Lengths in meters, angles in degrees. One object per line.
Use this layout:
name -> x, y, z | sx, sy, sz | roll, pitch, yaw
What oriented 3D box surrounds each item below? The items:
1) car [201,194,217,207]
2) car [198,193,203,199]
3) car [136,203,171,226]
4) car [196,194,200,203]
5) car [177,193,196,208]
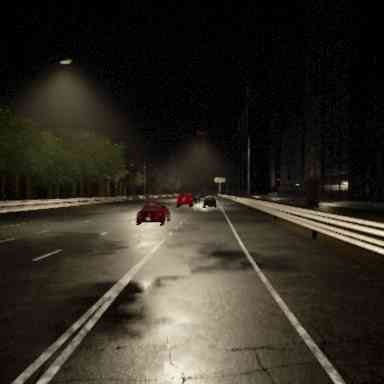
car -> 2.708, 1.493, 50.333 | 1.882, 1.535, 5.008 | 0, 0, 3
car -> 1.106, 1.599, 84.903 | 1.994, 1.385, 4.181 | 0, 0, 3
car -> -2.586, 1.503, 22.986 | 1.812, 1.442, 4.674 | 0, 0, 4
car -> 0.074, 1.514, 66.912 | 1.837, 1.490, 4.892 | 0, 0, 3
car -> -0.984, 1.207, 48.978 | 2.150, 2.045, 5.566 | 0, 0, 3
